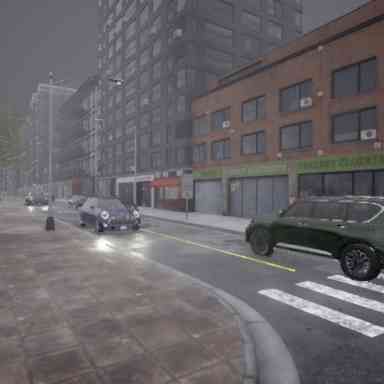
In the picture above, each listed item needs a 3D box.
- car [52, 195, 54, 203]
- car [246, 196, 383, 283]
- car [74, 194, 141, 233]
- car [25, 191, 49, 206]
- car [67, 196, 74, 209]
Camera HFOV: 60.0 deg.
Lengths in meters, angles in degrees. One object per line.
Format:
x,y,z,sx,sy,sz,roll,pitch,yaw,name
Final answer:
-22.545,0.829,51.283,1.882,1.535,5.008,0,0,-32,car
4.037,1.117,9.804,2.150,2.045,5.566,0,1,-32,car
-4.404,1.054,17.490,2.097,1.767,4.553,0,1,-33,car
-18.441,0.735,39.544,2.097,1.767,4.553,0,0,-32,car
-11.245,0.988,33.643,1.837,1.490,4.892,0,0,-33,car
